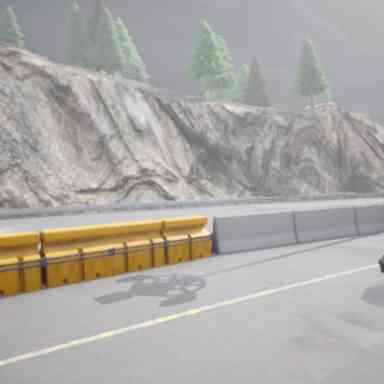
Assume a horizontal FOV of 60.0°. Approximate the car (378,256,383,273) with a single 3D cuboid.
[{"bbox_3d":[6.576,1.229,7.577,5.357,1.411,2.033,-2,1,-29],"label":"car"}]
